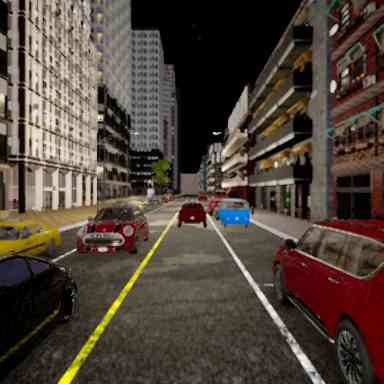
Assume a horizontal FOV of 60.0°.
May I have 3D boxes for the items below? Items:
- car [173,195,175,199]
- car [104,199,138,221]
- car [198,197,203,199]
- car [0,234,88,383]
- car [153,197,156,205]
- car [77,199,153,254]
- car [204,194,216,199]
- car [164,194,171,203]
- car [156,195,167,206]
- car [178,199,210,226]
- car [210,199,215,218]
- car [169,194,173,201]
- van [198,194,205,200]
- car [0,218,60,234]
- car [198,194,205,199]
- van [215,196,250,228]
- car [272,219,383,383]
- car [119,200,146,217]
[{"bbox_3d":[-5.743,1.318,77.201,2.192,1.841,5.009,0,0,0],"label":"car"},{"bbox_3d":[-5.711,1.433,27.243,1.967,1.590,4.097,0,0,0],"label":"car"},{"bbox_3d":[0.063,1.595,41.865,1.895,1.301,4.718,0,0,0],"label":"car"},{"bbox_3d":[-3.059,1.562,4.347,1.994,1.385,4.181,0,0,0],"label":"car"},{"bbox_3d":[-5.718,1.544,38.345,2.008,1.369,4.403,0,0,0],"label":"car"},{"bbox_3d":[-3.010,1.348,13.472,2.097,1.767,4.553,0,0,0],"label":"car"},{"bbox_3d":[2.666,1.309,32.800,2.192,1.841,5.009,0,0,0],"label":"car"},{"bbox_3d":[-5.736,1.581,66.099,1.802,1.307,4.206,0,0,0],"label":"car"},{"bbox_3d":[-5.729,1.547,54.997,2.008,1.369,4.403,0,0,0],"label":"car"},{"bbox_3d":[0.037,1.471,23.125,1.882,1.535,5.008,0,0,0],"label":"car"},{"bbox_3d":[2.670,1.545,27.249,2.008,1.369,4.403,0,0,0],"label":"car"},{"bbox_3d":[-5.740,1.441,71.650,1.967,1.590,4.097,0,0,0],"label":"car"},{"bbox_3d":[2.626,1.353,93.861,1.690,1.788,3.998,0,0,0],"label":"van"},{"bbox_3d":[-5.700,1.522,10.420,1.752,1.417,4.829,0,0,0],"label":"car"},{"bbox_3d":[2.633,1.321,82.759,2.192,1.841,5.009,0,0,0],"label":"car"},{"bbox_3d":[2.673,1.335,21.699,1.690,1.788,3.998,0,0,0],"label":"van"},{"bbox_3d":[2.684,1.313,5.046,2.192,1.841,5.009,0,0,0],"label":"car"},{"bbox_3d":[-5.714,1.519,32.624,1.752,1.417,4.829,0,0,0],"label":"car"}]
